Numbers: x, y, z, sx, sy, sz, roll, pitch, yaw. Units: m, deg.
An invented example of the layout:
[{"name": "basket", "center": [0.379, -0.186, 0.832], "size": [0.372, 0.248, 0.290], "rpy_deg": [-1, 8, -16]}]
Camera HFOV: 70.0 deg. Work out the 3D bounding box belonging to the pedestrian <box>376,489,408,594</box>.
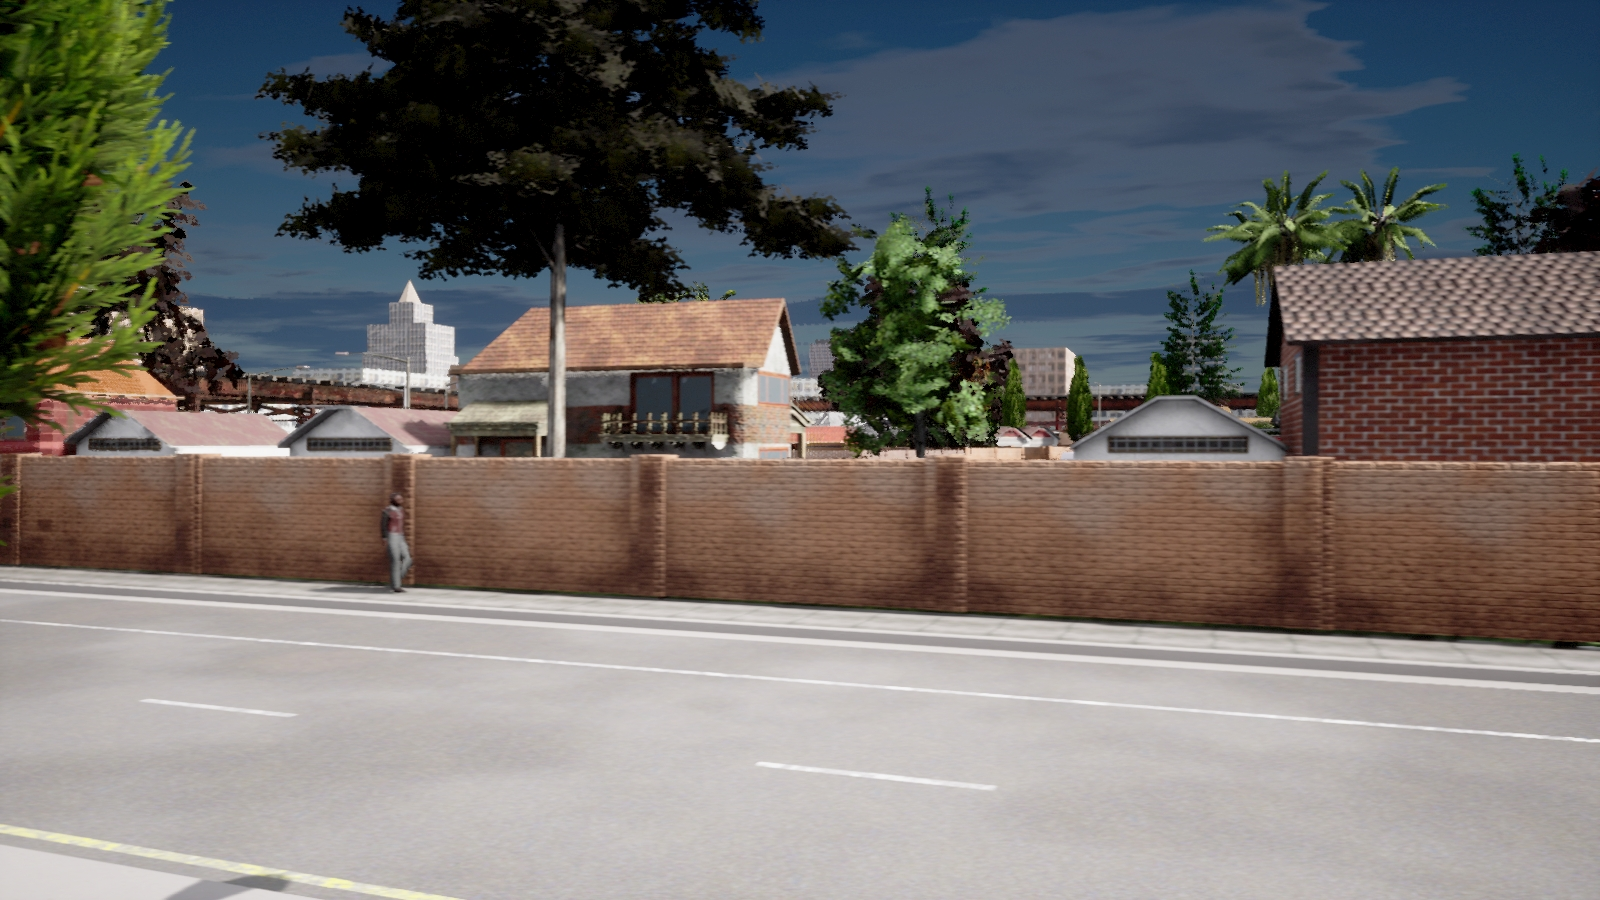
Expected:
[{"name": "pedestrian", "center": [-7.361, 1.641, 20.616], "size": [0.375, 1.860, 0.375], "rpy_deg": [0, 0, 21]}]
